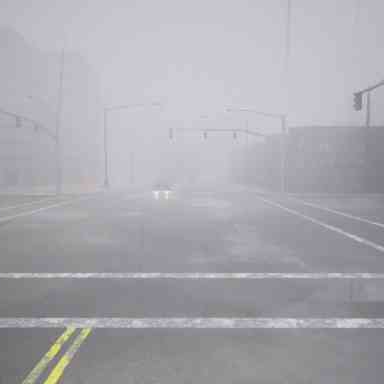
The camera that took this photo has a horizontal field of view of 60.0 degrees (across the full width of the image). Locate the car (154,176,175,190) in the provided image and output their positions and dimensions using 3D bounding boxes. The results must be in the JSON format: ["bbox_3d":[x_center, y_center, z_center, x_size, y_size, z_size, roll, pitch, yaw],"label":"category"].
[{"bbox_3d":[-3.586,-0.961,41.423,1.994,1.385,4.181,0,4,0],"label":"car"}]

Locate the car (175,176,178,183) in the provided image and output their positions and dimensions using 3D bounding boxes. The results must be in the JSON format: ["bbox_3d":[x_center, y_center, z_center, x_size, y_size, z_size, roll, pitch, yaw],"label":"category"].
[{"bbox_3d":[-3.580,-1.689,51.329,1.837,1.490,4.892,0,4,0],"label":"car"}]

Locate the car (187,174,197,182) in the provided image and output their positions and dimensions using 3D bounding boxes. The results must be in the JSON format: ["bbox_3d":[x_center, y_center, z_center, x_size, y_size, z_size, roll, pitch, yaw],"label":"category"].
[{"bbox_3d":[0.020,-2.968,70.897,1.994,1.385,4.181,0,4,0],"label":"car"}]

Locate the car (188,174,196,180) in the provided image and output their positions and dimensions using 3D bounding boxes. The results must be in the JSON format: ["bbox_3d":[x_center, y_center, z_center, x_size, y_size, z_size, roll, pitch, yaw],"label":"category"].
[{"bbox_3d":[0.022,-3.693,80.724,2.033,1.411,5.357,0,4,0],"label":"car"}]

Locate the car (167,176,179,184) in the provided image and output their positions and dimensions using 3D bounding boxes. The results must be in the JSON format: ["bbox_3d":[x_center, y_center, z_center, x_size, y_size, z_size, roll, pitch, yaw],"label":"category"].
[{"bbox_3d":[-3.549,-2.275,61.448,1.895,1.301,4.718,0,4,0],"label":"car"}]
